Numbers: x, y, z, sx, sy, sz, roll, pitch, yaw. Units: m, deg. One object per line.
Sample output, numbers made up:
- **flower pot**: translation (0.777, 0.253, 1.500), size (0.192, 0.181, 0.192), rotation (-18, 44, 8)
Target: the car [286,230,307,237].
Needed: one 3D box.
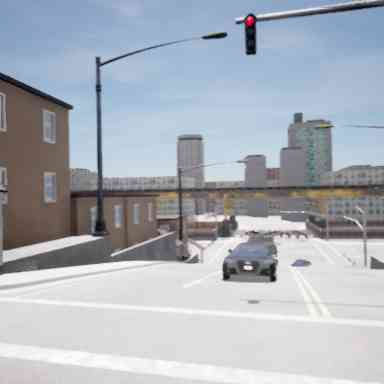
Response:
- **car**: translation (25.244, 9.933, 80.536), size (4.536, 1.218, 1.853), rotation (-2, -1, 42)

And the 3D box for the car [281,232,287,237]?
- **car**: translation (19.889, 10.216, 81.025), size (4.974, 1.542, 2.038), rotation (-1, -1, -23)

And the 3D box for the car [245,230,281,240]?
- **car**: translation (4.831, 4.092, 23.020), size (2.150, 2.045, 5.566), rotation (-1, -13, 13)

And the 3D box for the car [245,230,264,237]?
- **car**: translation (15.383, 10.175, 82.170), size (1.853, 1.218, 4.536), rotation (-1, -1, -33)

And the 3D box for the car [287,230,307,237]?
- **car**: translation (25.286, 10.089, 80.499), size (4.974, 1.542, 2.038), rotation (-2, -1, 42)

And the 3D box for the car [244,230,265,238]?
- **car**: translation (15.415, 10.331, 82.124), size (2.038, 1.542, 4.974), rotation (-1, -1, -33)

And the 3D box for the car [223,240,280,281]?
- **car**: translation (2.507, 2.830, 13.817), size (1.994, 1.385, 4.181), rotation (-2, -9, 14)

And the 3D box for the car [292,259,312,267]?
- **car**: translation (15.281, 9.996, 46.232), size (1.994, 1.385, 4.181), rotation (-2, 1, 33)

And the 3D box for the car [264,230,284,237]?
- **car**: translation (19.933, 10.058, 81.047), size (4.536, 1.218, 1.853), rotation (-1, -1, -23)
